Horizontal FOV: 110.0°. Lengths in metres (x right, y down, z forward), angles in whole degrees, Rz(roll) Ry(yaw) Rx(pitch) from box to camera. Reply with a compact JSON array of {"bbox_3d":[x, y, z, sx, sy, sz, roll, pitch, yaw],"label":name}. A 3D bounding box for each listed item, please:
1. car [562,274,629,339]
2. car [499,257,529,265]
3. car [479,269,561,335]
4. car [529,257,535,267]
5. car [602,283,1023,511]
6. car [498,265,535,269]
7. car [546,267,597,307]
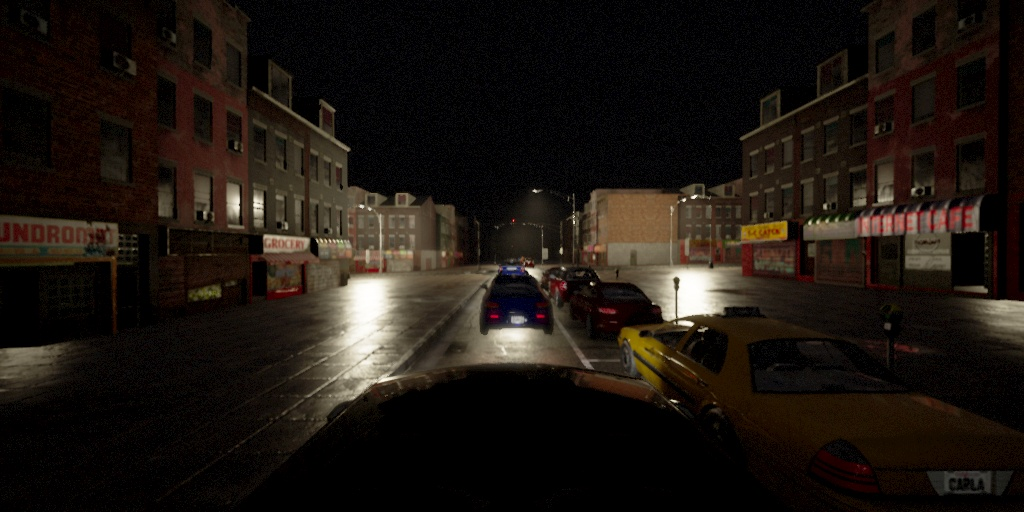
[{"bbox_3d":[2.634,1.312,9.679,1.802,1.307,4.207,0,0,0],"label":"car"},{"bbox_3d":[-0.028,1.055,28.270,2.097,1.767,4.553,0,0,0],"label":"car"},{"bbox_3d":[0.081,1.254,10.271,1.812,1.442,4.674,0,0,-1],"label":"car"},{"bbox_3d":[2.603,1.162,57.952,1.967,1.591,4.097,0,0,0],"label":"car"},{"bbox_3d":[2.637,1.268,4.382,1.751,1.417,4.829,0,0,0],"label":"car"},{"bbox_3d":[0.095,1.314,18.372,1.895,1.301,4.718,0,0,0],"label":"car"},{"bbox_3d":[2.630,1.158,15.145,1.967,1.591,4.097,0,0,0],"label":"car"}]
